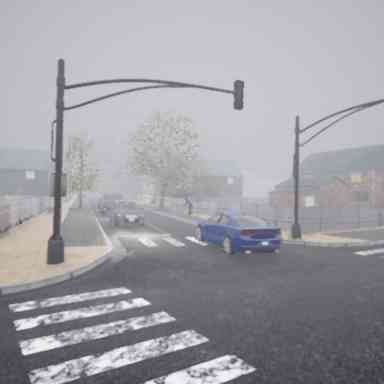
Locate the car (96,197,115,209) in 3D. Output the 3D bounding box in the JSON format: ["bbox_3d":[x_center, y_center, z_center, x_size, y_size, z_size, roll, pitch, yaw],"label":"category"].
[{"bbox_3d":[-10.972,1.344,41.998,2.033,1.411,5.357,2,0,-18],"label":"car"}]

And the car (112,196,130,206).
[{"bbox_3d":[-11.013,1.367,51.356,2.033,1.411,5.357,2,0,-18],"label":"car"}]

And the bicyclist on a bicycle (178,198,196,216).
[{"bbox_3d":[-0.389,1.329,28.846,1.656,1.620,0.582,1,0,-19],"label":"bicyclist on a bicycle"}]

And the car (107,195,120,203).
[{"bbox_3d":[-14.463,1.261,61.361,1.837,1.490,4.892,2,0,-19],"label":"car"}]

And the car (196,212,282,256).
[{"bbox_3d":[1.722,1.548,13.784,1.882,1.535,5.008,2,1,-19],"label":"car"}]

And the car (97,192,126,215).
[{"bbox_3d":[-7.584,1.075,31.868,2.150,2.045,5.566,2,0,-19],"label":"car"}]

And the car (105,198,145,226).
[{"bbox_3d":[-4.405,1.399,22.365,2.128,1.511,4.902,2,0,-19],"label":"car"}]
